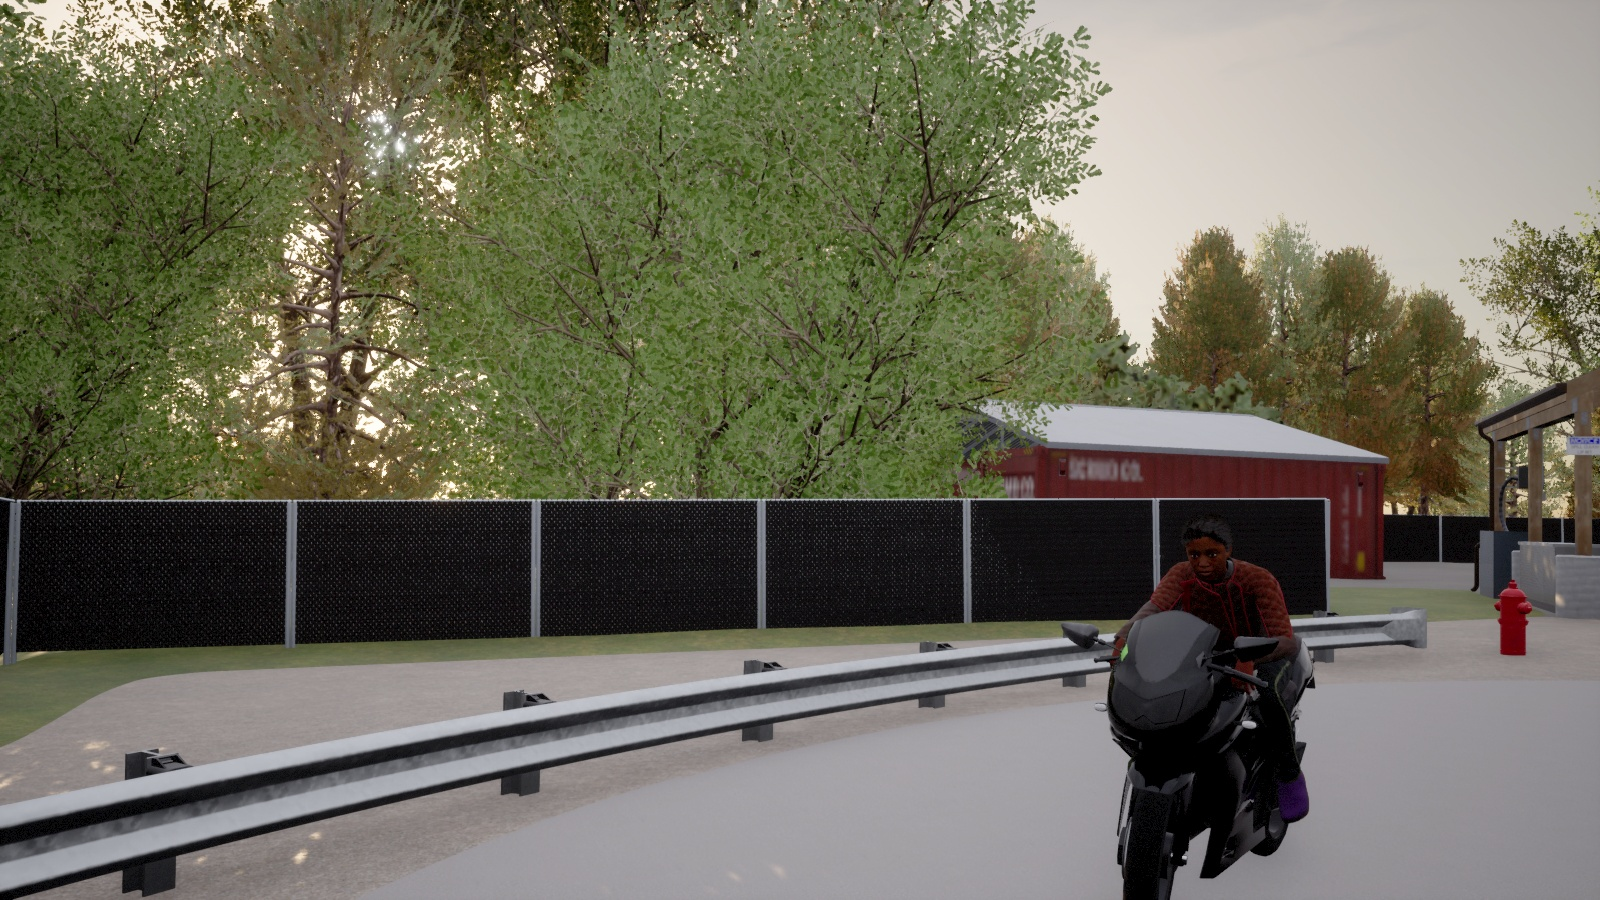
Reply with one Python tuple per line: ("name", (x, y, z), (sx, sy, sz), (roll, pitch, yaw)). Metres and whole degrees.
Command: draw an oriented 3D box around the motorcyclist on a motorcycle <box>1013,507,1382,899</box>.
("motorcyclist on a motorcycle", (1.676, 0.996, 5.020), (0.797, 1.523, 2.044), (-1, -3, 36))
